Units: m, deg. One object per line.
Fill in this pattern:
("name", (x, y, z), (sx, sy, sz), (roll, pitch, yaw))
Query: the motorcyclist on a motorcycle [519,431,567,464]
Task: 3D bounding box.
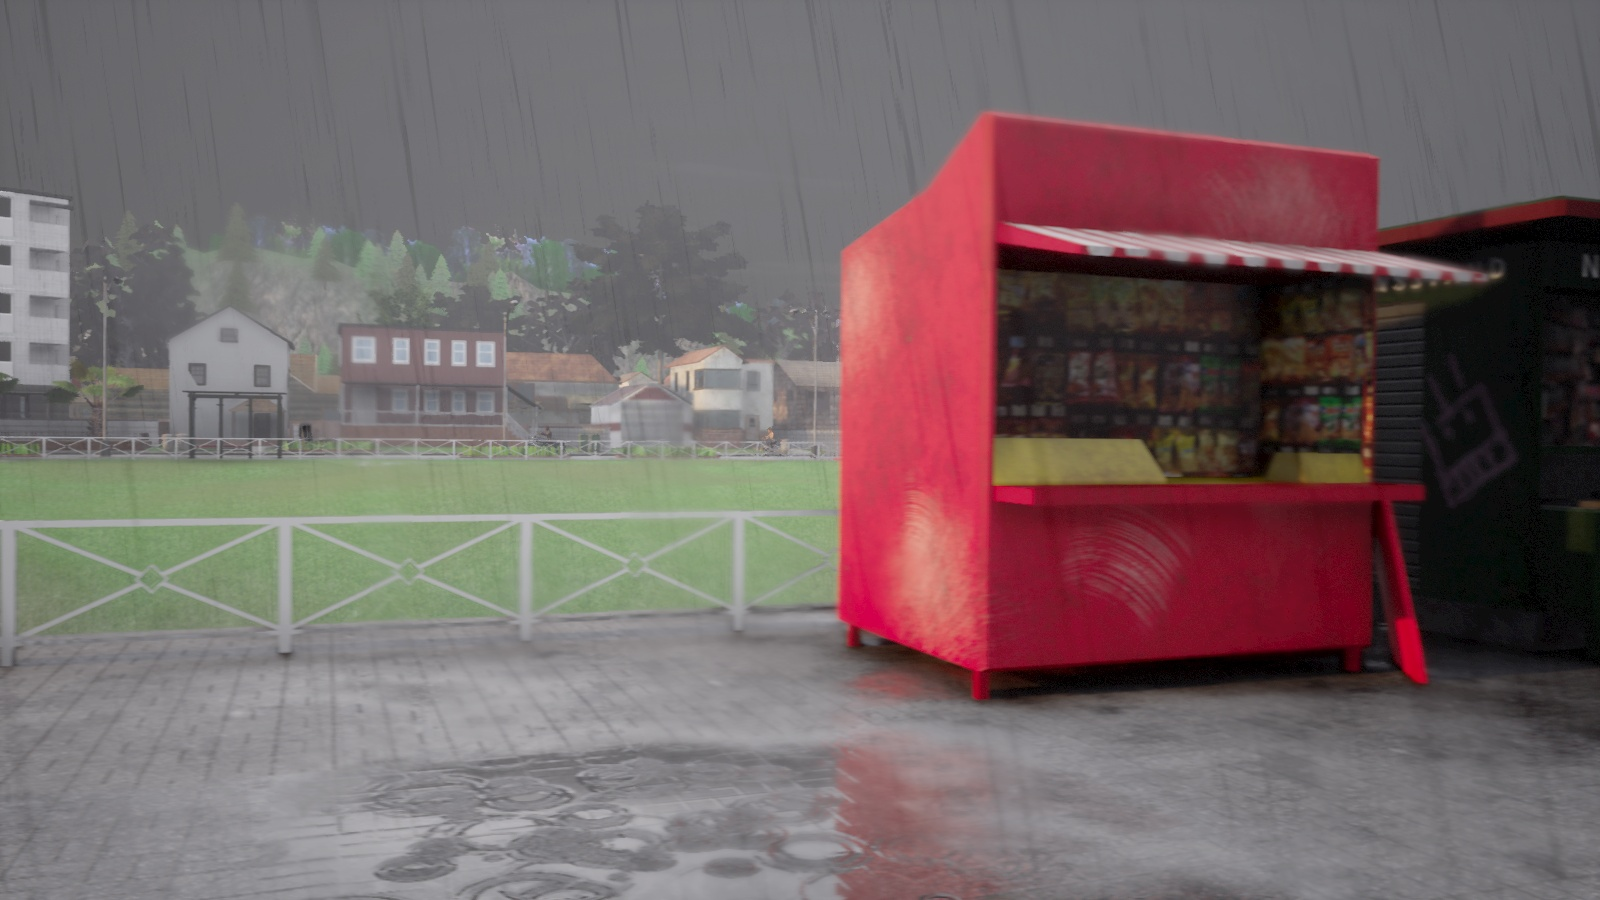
("motorcyclist on a motorcycle", (-13.251, -0.162, 64.741), (2.350, 1.649, 0.766), (-1, 1, -21))
